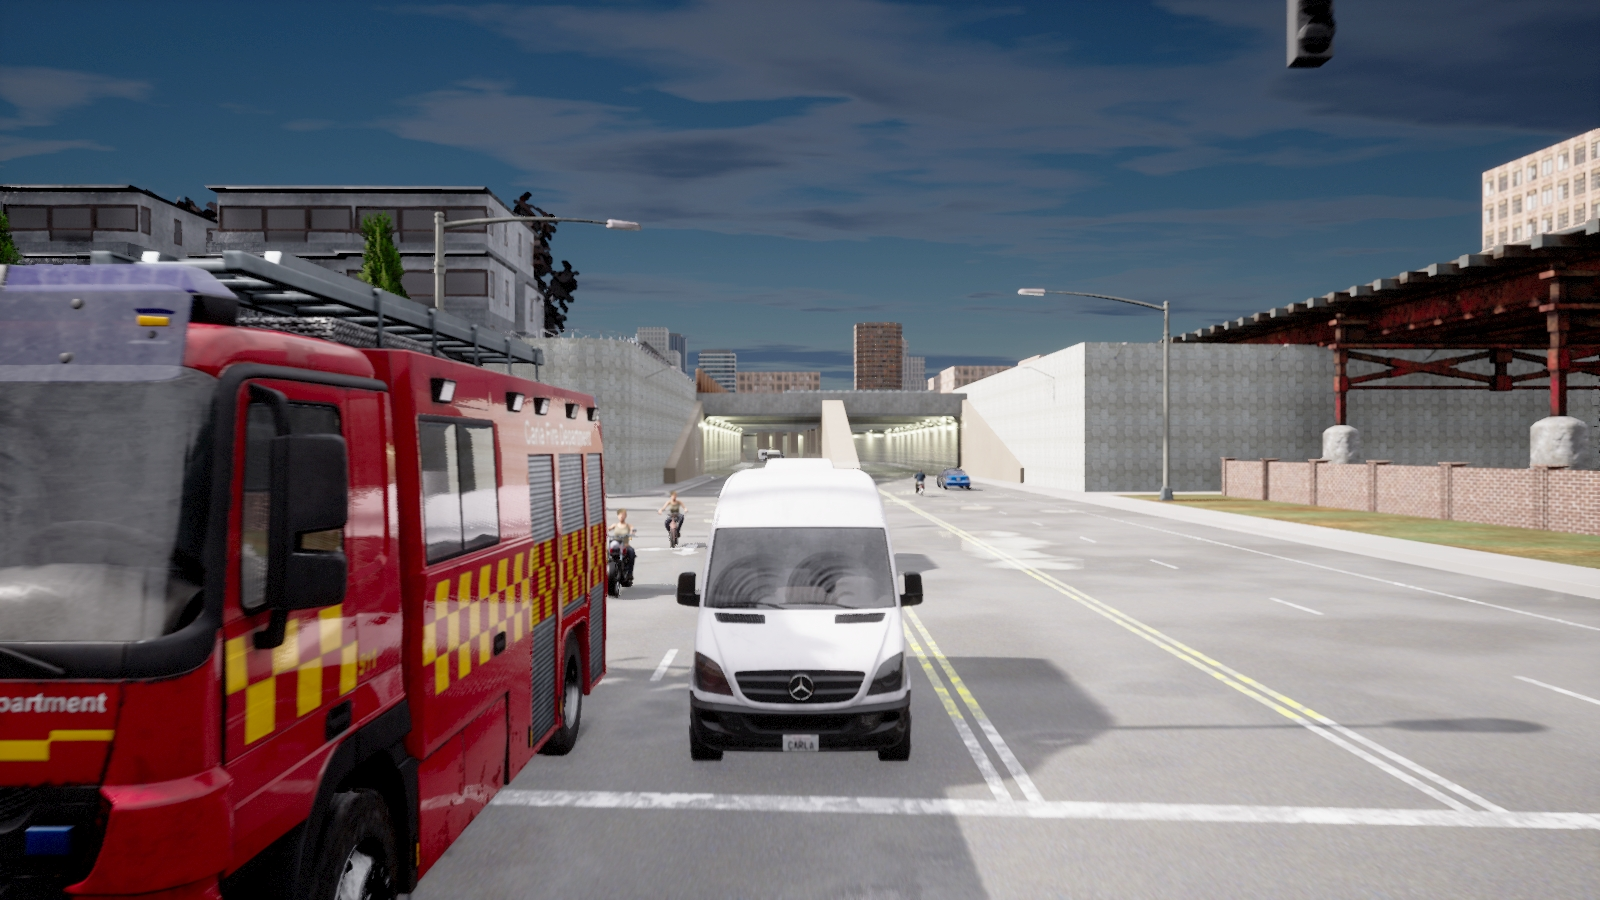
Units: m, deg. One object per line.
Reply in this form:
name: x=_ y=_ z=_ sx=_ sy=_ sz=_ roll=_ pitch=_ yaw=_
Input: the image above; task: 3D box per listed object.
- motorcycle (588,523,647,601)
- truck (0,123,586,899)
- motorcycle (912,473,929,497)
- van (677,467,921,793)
motorcycle: x=-3.507 y=2.135 z=22.137 sx=0.764 sy=1.277 sz=2.356 roll=0 pitch=0 yaw=0
truck: x=-3.733 y=0.878 z=7.843 sx=2.891 sy=3.827 sz=8.468 roll=0 pitch=0 yaw=0
motorcycle: x=7.018 y=2.016 z=66.582 sx=0.856 sy=1.341 sz=1.805 roll=0 pitch=0 yaw=0
van: x=-0.006 y=1.512 z=12.270 sx=1.988 sy=2.561 sz=5.915 roll=0 pitch=0 yaw=0
